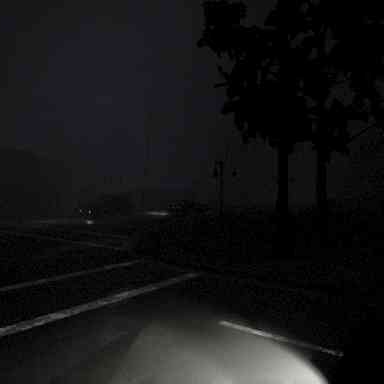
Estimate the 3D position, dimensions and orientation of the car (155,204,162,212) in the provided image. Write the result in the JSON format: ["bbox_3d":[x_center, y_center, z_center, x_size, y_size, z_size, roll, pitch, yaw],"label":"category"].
[{"bbox_3d":[-1.974,1.547,38.500,2.033,1.411,5.357,0,0,34],"label":"car"}]

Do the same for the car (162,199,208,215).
[{"bbox_3d":[-0.387,1.547,34.248,2.033,1.411,5.357,0,0,34],"label":"car"}]

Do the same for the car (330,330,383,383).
[{"bbox_3d":[2.951,1.564,1.868,4.181,1.385,1.994,0,0,36],"label":"car"}]

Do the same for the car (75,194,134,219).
[{"bbox_3d":[-7.729,1.222,30.005,2.150,2.045,5.566,0,0,35],"label":"car"}]
